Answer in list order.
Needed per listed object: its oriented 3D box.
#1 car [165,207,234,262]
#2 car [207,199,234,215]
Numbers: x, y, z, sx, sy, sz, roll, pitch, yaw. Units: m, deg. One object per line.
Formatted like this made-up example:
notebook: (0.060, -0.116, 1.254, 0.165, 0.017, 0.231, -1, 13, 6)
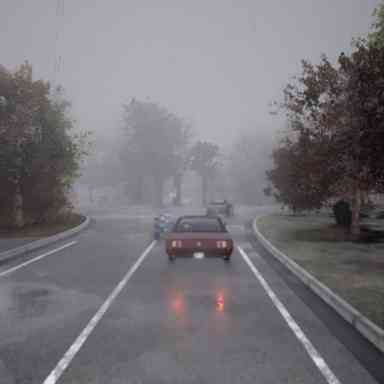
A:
car: (0.245, 1.406, 11.185, 1.895, 1.301, 4.718, 0, 1, 1)
car: (2.548, 1.315, 28.927, 2.128, 1.511, 4.902, 0, 0, 14)
